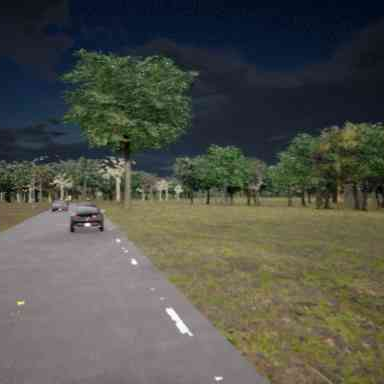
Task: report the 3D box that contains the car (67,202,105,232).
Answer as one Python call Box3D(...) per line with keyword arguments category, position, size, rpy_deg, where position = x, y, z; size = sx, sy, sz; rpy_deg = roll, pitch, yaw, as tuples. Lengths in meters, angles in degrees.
Box3D(category="car", position=(-6.429, 1.519, 20.358), size=(1.837, 1.490, 4.892), rpy_deg=(-1, 0, -18))

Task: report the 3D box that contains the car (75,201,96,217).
Box3D(category="car", position=(-10.899, 1.675, 33.956), size=(1.895, 1.301, 4.718), rpy_deg=(-1, 0, -18))

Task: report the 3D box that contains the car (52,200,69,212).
Box3D(category="car", position=(-16.575, 1.721, 42.166), size=(2.033, 1.411, 5.357), rpy_deg=(-1, 0, -18))
